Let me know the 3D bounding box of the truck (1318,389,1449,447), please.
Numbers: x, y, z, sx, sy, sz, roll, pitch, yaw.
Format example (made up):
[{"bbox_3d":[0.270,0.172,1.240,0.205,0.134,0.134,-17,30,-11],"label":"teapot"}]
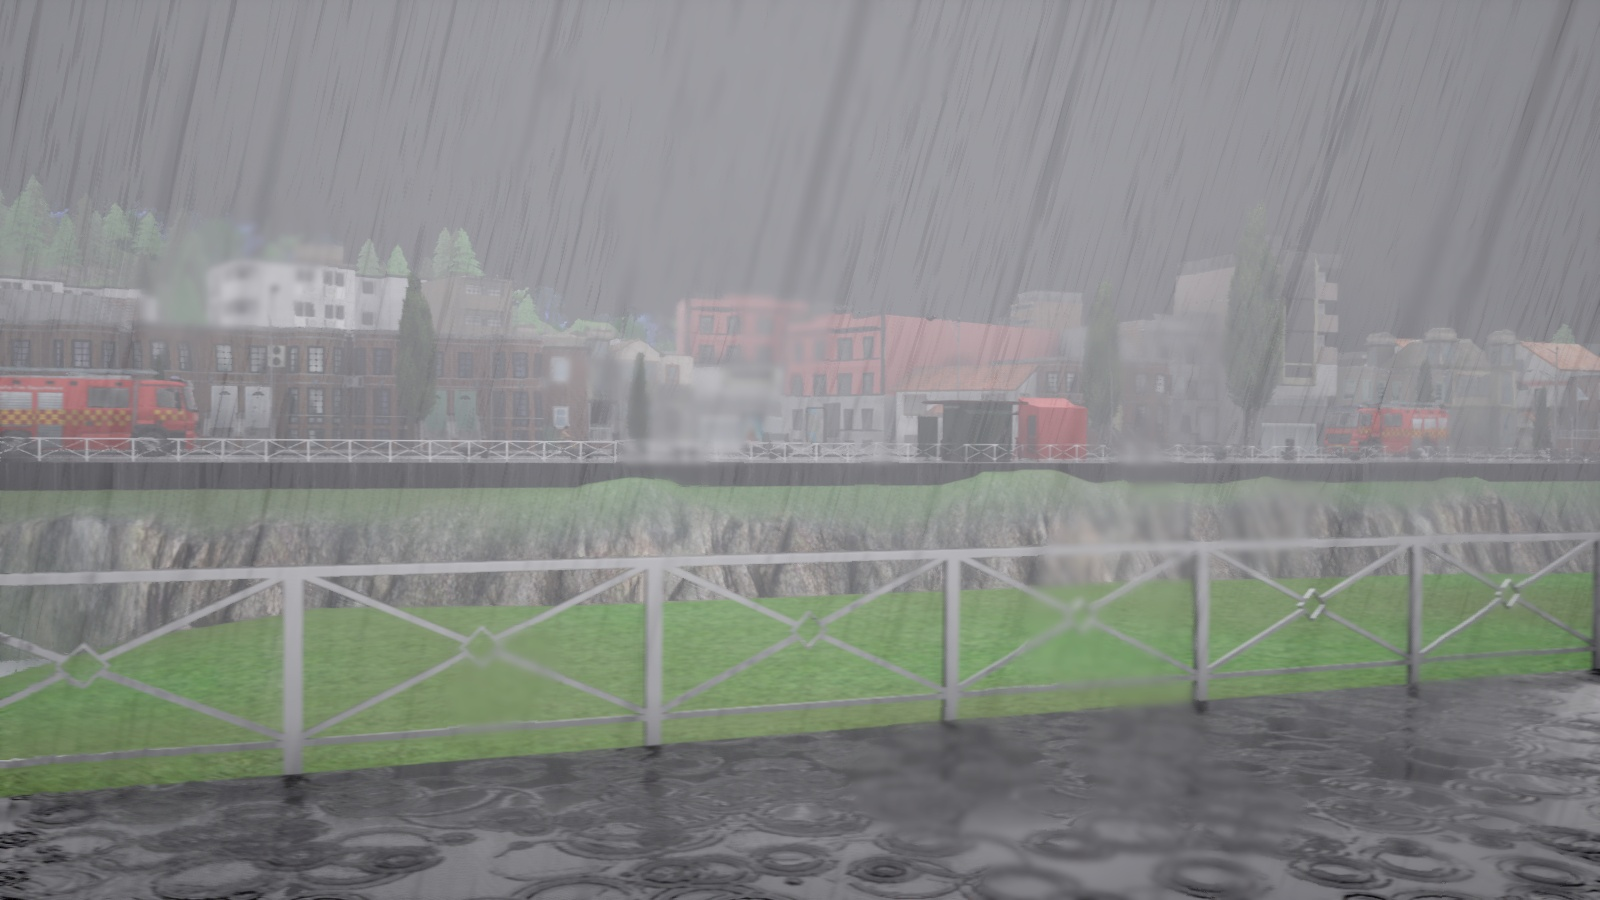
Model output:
[{"bbox_3d":[39.371,-2.171,84.711,8.468,3.827,2.891,-1,1,-21],"label":"truck"}]

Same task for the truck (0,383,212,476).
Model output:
[{"bbox_3d":[-30.126,-0.920,54.025,8.468,3.827,2.891,-1,1,-21],"label":"truck"}]
